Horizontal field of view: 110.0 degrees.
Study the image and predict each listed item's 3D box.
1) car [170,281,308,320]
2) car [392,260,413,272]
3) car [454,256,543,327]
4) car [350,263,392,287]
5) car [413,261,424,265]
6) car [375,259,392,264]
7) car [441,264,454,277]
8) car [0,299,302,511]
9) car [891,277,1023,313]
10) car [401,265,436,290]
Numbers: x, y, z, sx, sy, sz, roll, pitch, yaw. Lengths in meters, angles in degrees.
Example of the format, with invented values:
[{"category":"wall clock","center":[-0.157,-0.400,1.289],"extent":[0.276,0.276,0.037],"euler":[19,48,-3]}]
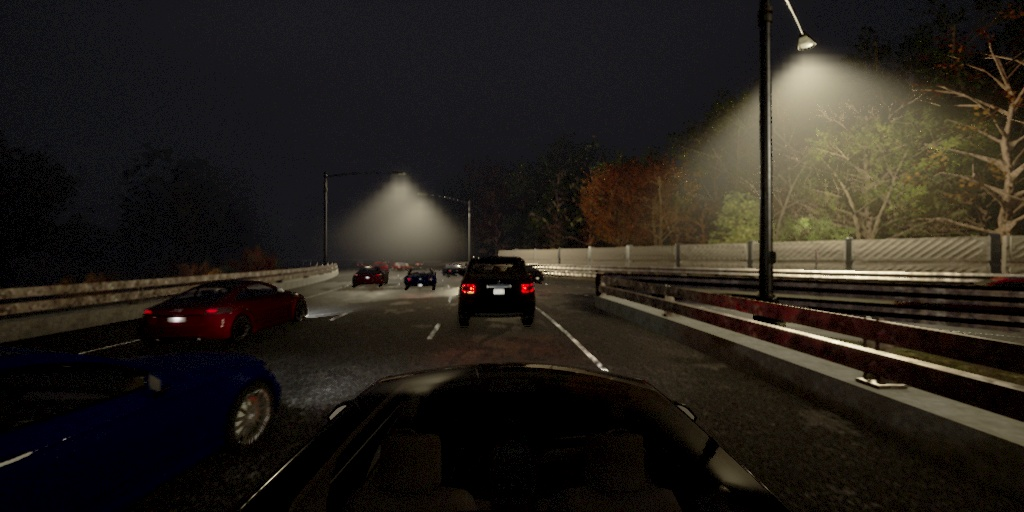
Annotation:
[{"category":"car","center":[-7.376,1.351,9.697],"extent":[1.994,1.385,4.181],"euler":[0,0,-5]},{"category":"car","center":[-16.077,1.579,51.636],"extent":[1.895,1.301,4.718],"euler":[0,0,-27]},{"category":"car","center":[-0.611,1.020,11.975],"extent":[2.150,2.045,5.566],"euler":[0,0,-6]},{"category":"car","center":[-10.080,1.424,25.735],"extent":[1.994,1.385,4.181],"euler":[0,0,-14]},{"category":"car","center":[-15.471,1.506,57.539],"extent":[1.837,1.490,4.892],"euler":[0,-1,-30]},{"category":"car","center":[-15.908,1.465,43.088],"extent":[1.812,1.442,4.674],"euler":[0,0,-23]},{"category":"car","center":[-6.220,1.513,37.523],"extent":[1.895,1.301,4.718],"euler":[0,0,-19]},{"category":"car","center":[-3.561,1.278,2.164],"extent":[1.812,1.442,4.674],"euler":[0,0,-1]},{"category":"car","center":[14.174,1.312,10.200],"extent":[1.812,1.442,4.674],"euler":[0,-1,-45]},{"category":"car","center":[-5.997,1.451,23.763],"extent":[1.895,1.301,4.718],"euler":[0,0,-12]}]
